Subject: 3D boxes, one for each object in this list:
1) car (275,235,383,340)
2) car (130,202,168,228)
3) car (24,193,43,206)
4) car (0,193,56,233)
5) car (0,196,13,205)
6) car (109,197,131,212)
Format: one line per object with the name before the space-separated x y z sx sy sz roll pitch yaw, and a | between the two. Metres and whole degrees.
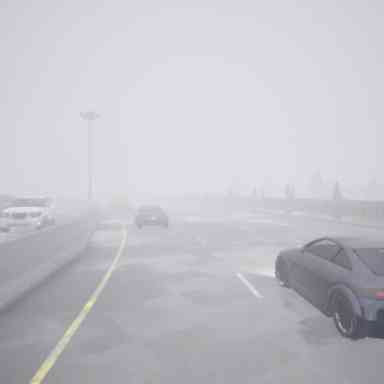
car | 3.134 1.540 6.550 1.994 1.385 4.181 0 0 -4
car | -2.776 1.533 21.947 1.994 1.385 4.181 0 0 -13
car | -27.568 1.214 57.789 2.150 2.045 5.566 0 0 -34
car | -9.632 1.219 19.986 2.150 2.045 5.566 0 0 -13
car | -34.587 1.465 61.840 1.882 1.535 5.008 0 0 -35
car | -8.431 1.309 38.941 2.097 1.767 4.553 0 0 -23
